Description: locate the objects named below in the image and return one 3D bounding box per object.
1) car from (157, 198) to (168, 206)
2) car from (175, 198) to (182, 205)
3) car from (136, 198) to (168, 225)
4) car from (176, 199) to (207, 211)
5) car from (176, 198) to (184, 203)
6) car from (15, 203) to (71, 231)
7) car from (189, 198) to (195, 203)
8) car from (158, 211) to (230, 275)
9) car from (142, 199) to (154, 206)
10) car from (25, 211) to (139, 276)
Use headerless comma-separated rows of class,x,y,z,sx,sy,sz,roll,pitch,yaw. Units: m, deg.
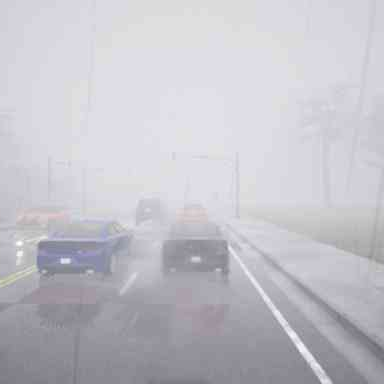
car,-6.508,2.149,73.918,2.097,1.767,4.553,0,-1,0
car,-3.258,2.417,82.793,2.033,1.411,5.357,0,-1,0
car,-3.152,1.517,26.604,2.150,2.045,5.566,0,-1,0
car,0.096,1.646,26.336,2.097,1.767,4.553,0,-1,0
car,-3.259,2.395,93.215,1.994,1.385,4.181,0,-1,0
car,-9.817,1.599,22.306,2.097,1.767,4.553,0,0,0
car,-0.009,2.366,93.215,1.812,1.442,4.674,0,-1,0
car,0.099,1.600,10.939,1.882,1.535,5.008,0,-1,0
car,-9.758,2.334,73.886,2.033,1.411,5.357,0,-1,0
car,-3.152,1.599,10.772,1.882,1.535,5.008,0,-1,0
